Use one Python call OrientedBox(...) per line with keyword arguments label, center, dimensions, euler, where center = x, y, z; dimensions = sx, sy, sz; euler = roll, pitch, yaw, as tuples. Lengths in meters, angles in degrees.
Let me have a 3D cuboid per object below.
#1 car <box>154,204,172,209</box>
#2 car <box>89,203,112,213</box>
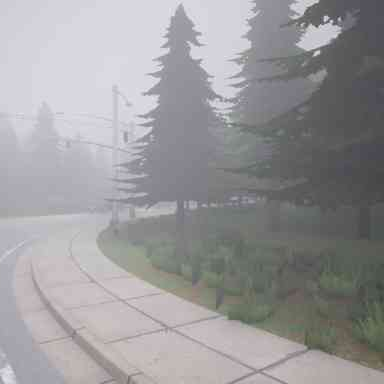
OrientedBox(label="car", center=(-4.495, 1.526, 45.421), dimensions=(1.812, 1.442, 4.674), euler=(0, 0, 29))
OrientedBox(label="car", center=(-9.140, 1.491, 36.517), dimensions=(2.128, 1.511, 4.902), euler=(0, 0, 27))
